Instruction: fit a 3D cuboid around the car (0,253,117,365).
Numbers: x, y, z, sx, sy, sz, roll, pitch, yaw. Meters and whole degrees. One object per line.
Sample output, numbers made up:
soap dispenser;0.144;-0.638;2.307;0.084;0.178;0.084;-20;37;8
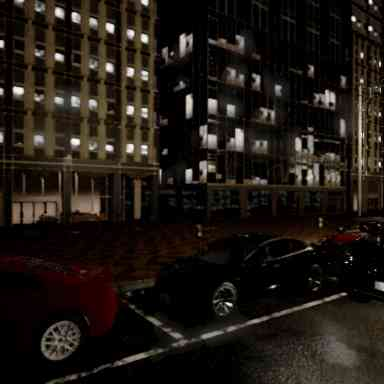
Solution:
car;-3.232;1.542;4.262;4.507;1.381;1.887;1;-1;-35

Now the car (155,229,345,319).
car;1.270;1.622;7.469;4.313;1.339;1.947;1;-1;-35

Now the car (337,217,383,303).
car;5.569;1.317;7.311;5.566;2.045;2.150;1;-1;-35

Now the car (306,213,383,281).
car;5.773;1.557;10.678;4.097;1.590;1.967;1;-1;-35
